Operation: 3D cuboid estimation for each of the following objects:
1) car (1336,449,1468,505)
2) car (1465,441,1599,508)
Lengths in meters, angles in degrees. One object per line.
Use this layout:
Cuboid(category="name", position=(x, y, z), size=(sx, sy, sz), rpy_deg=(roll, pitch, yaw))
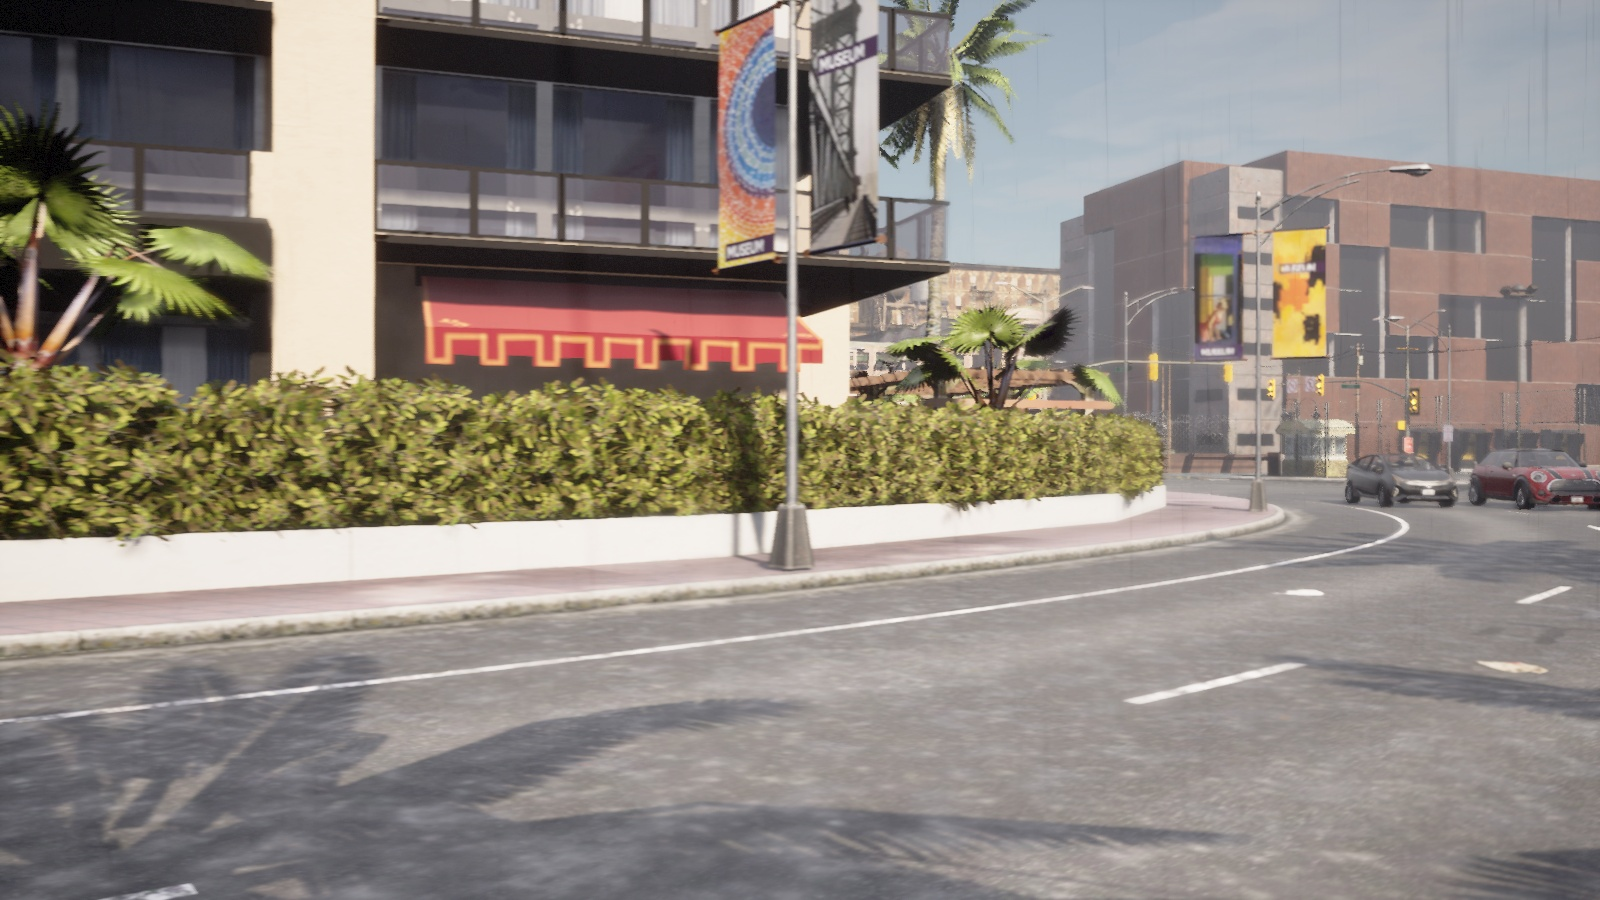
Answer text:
Cuboid(category="car", position=(17.313, 0.748, 36.363), size=(2.007, 1.525, 4.514), rpy_deg=(0, 0, 5))
Cuboid(category="car", position=(20.676, 0.649, 35.165), size=(2.097, 1.767, 4.553), rpy_deg=(0, 0, 6))
